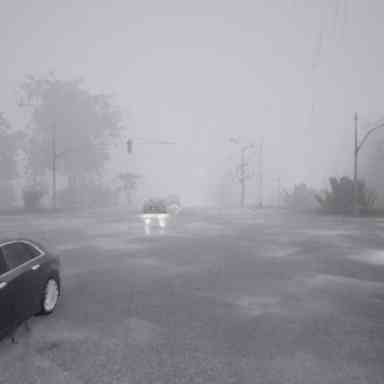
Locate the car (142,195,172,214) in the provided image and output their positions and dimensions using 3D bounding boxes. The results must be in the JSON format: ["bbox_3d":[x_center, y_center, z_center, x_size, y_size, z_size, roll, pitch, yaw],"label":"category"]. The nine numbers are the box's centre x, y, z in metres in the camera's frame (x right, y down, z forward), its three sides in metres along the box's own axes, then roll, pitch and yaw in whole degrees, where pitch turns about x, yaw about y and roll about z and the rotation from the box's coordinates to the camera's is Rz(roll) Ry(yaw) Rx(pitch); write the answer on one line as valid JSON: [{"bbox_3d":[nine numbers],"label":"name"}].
[{"bbox_3d":[-3.208,1.190,29.741,1.994,1.385,4.181,0,0,0],"label":"car"}]

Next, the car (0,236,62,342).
[{"bbox_3d":[-3.412,1.457,4.501,1.837,1.490,4.892,0,1,0],"label":"car"}]

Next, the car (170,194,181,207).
[{"bbox_3d":[-3.010,1.375,54.061,2.150,2.045,5.566,0,-2,0],"label":"car"}]
